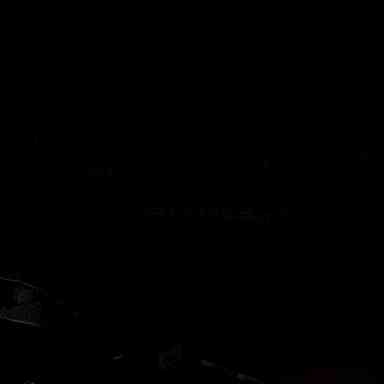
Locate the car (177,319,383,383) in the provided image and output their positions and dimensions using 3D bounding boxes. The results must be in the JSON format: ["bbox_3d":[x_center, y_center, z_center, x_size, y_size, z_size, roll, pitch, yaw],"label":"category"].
[{"bbox_3d":[2.399,1.521,1.242,4.829,1.417,1.752,0,0,36],"label":"car"}]

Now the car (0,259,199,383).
[{"bbox_3d":[-1.893,1.581,4.329,4.313,1.339,1.947,0,0,36],"label":"car"}]
